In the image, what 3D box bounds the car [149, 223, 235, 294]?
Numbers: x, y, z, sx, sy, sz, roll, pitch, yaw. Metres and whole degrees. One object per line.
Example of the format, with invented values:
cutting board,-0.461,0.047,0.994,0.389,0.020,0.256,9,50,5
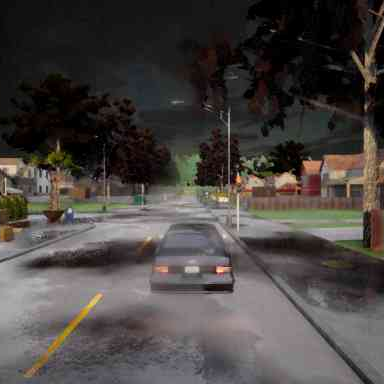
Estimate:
car,0.016,1.547,8.935,2.033,1.411,5.357,0,0,0
